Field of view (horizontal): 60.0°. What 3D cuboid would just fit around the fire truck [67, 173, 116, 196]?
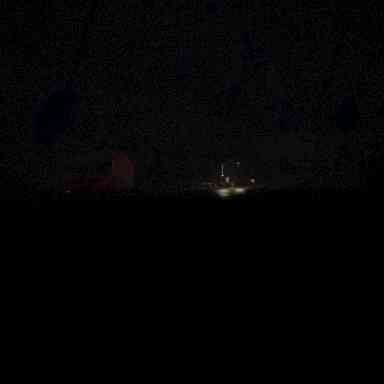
[{"bbox_3d":[-16.922,-1.298,56.797,2.891,3.827,8.468,2,4,33],"label":"fire truck"}]
